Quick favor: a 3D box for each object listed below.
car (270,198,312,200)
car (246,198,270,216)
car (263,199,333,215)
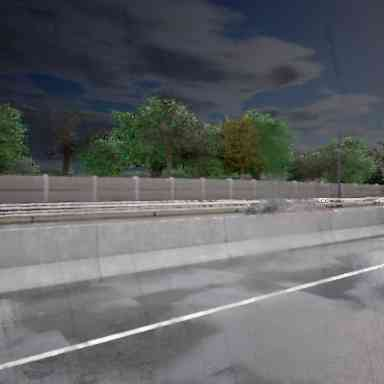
[{"bbox_3d":[9.051,1.349,27.544,4.553,1.767,2.097,0,0,-35],"label":"car"},{"bbox_3d":[7.098,1.349,30.450,4.553,1.767,2.097,0,0,-35],"label":"car"},{"bbox_3d":[7.323,1.475,22.038,5.008,1.535,1.882,0,0,-35],"label":"car"}]
